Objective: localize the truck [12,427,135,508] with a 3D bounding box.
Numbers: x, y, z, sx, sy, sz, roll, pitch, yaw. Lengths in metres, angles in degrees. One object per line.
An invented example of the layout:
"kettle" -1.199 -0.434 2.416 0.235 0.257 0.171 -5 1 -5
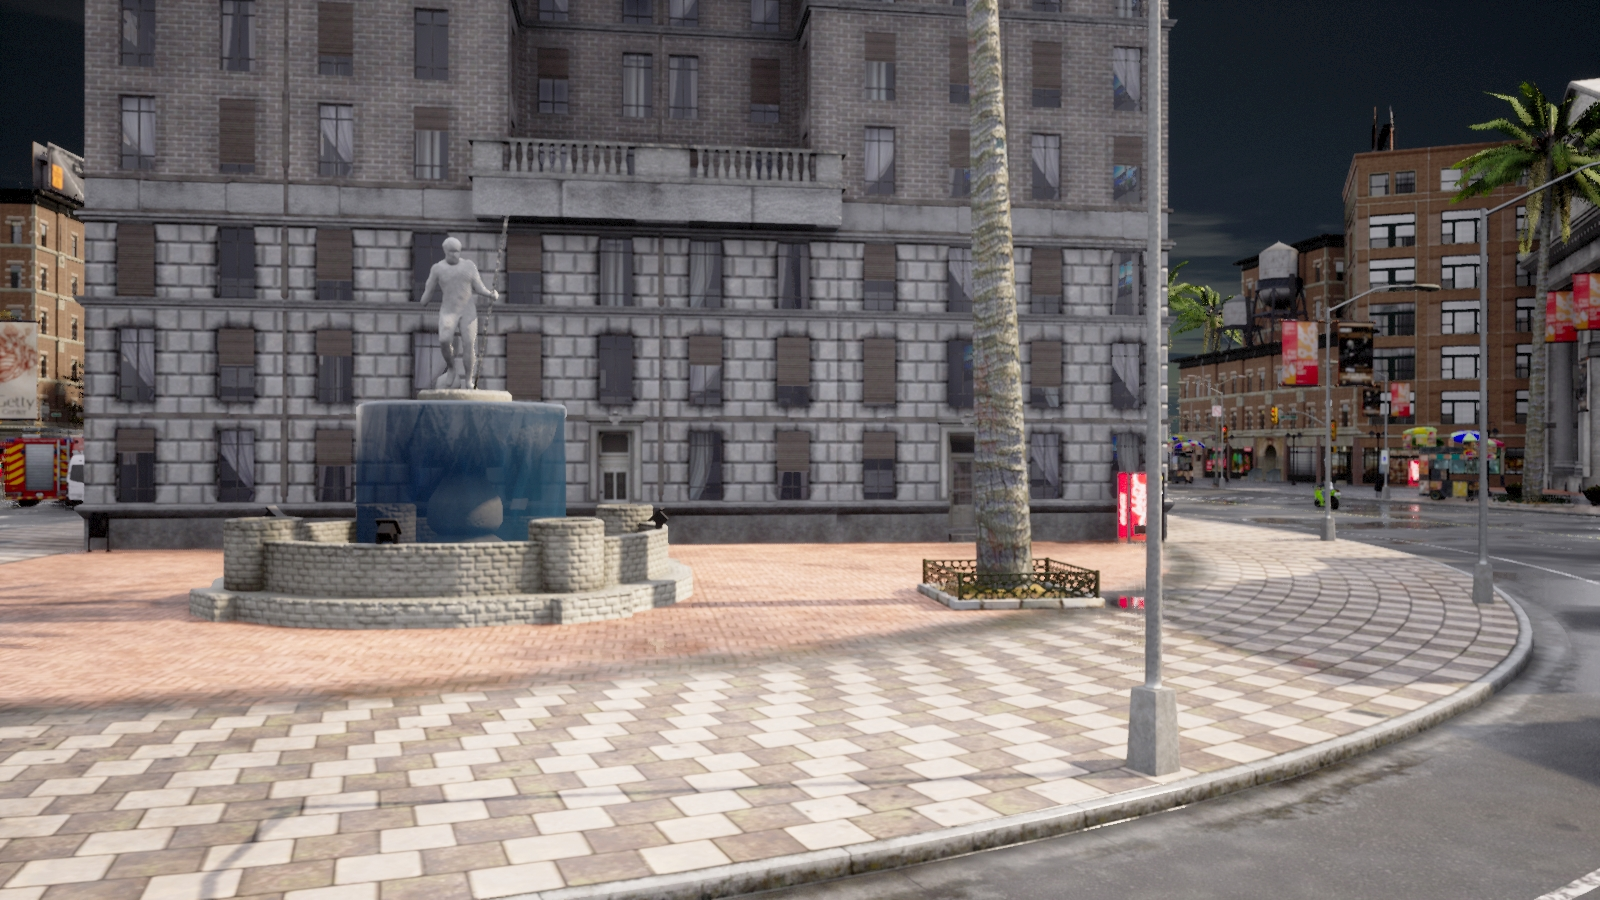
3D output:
"truck" -37.311 0.839 59.046 2.891 3.827 8.468 0 0 -14

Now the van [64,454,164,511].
"van" -32.737 1.490 54.768 1.988 2.561 5.915 0 0 -8

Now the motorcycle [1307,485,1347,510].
"motorcycle" 25.548 2.279 55.422 0.803 1.145 2.033 0 0 -7
